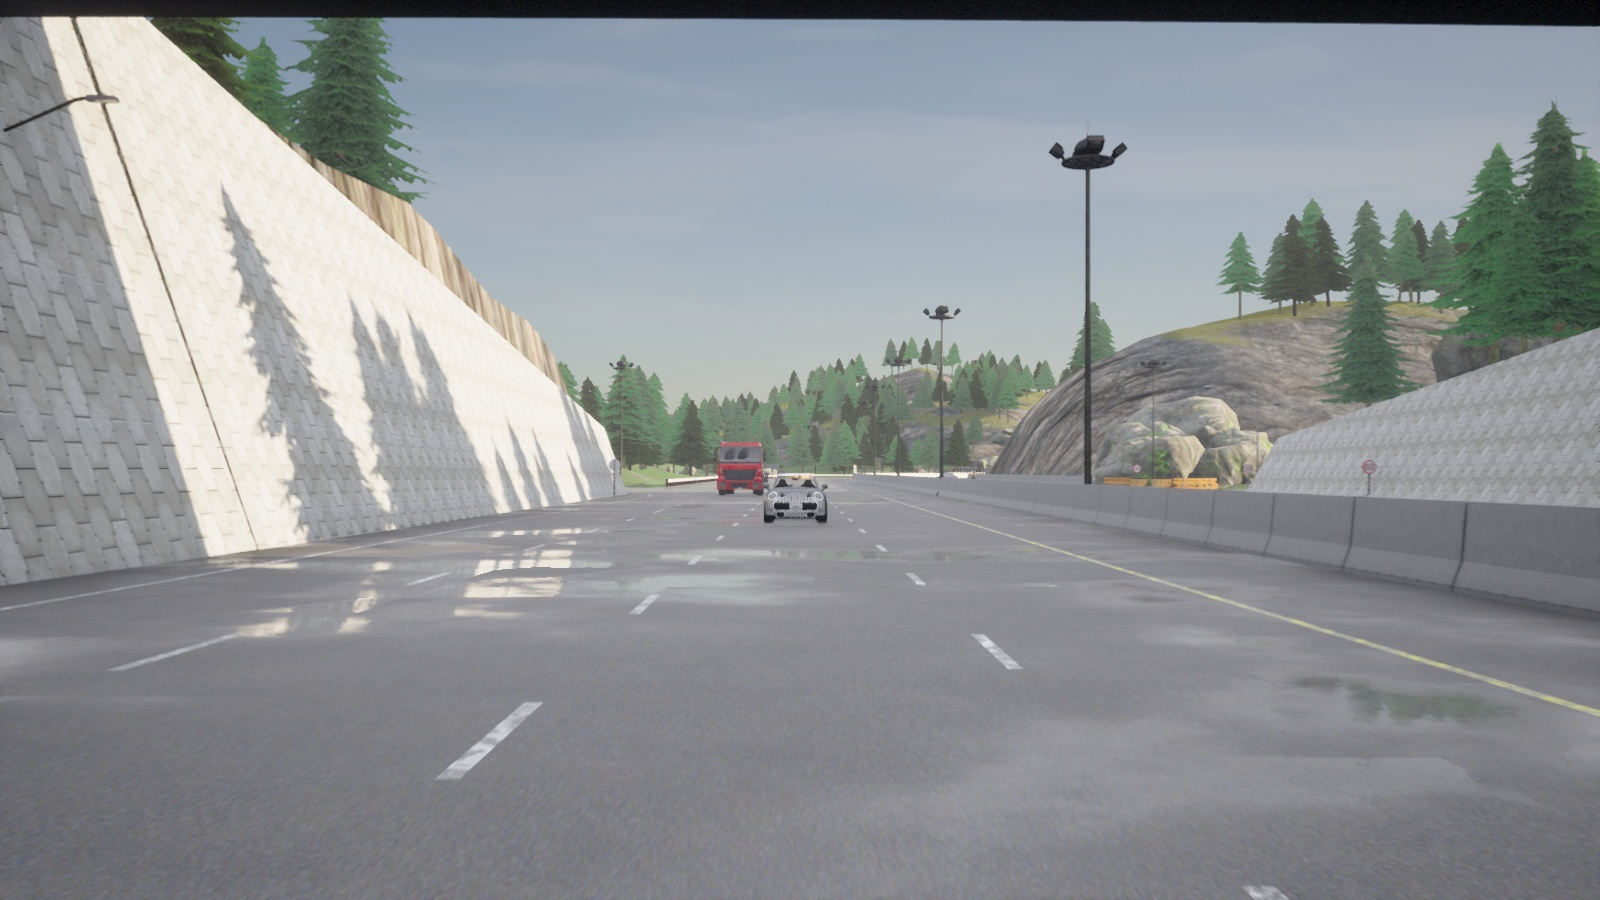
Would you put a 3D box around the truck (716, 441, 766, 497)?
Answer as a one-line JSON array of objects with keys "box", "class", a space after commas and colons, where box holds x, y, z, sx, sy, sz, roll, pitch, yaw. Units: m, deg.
[{"box": [-3.768, 1.222, 82.105, 2.891, 3.462, 7.936, 0, -1, 0], "class": "truck"}]

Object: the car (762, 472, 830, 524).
[{"box": [-0.121, 1.417, 38.029, 1.970, 1.475, 3.806, 0, -1, 0], "class": "car"}]
